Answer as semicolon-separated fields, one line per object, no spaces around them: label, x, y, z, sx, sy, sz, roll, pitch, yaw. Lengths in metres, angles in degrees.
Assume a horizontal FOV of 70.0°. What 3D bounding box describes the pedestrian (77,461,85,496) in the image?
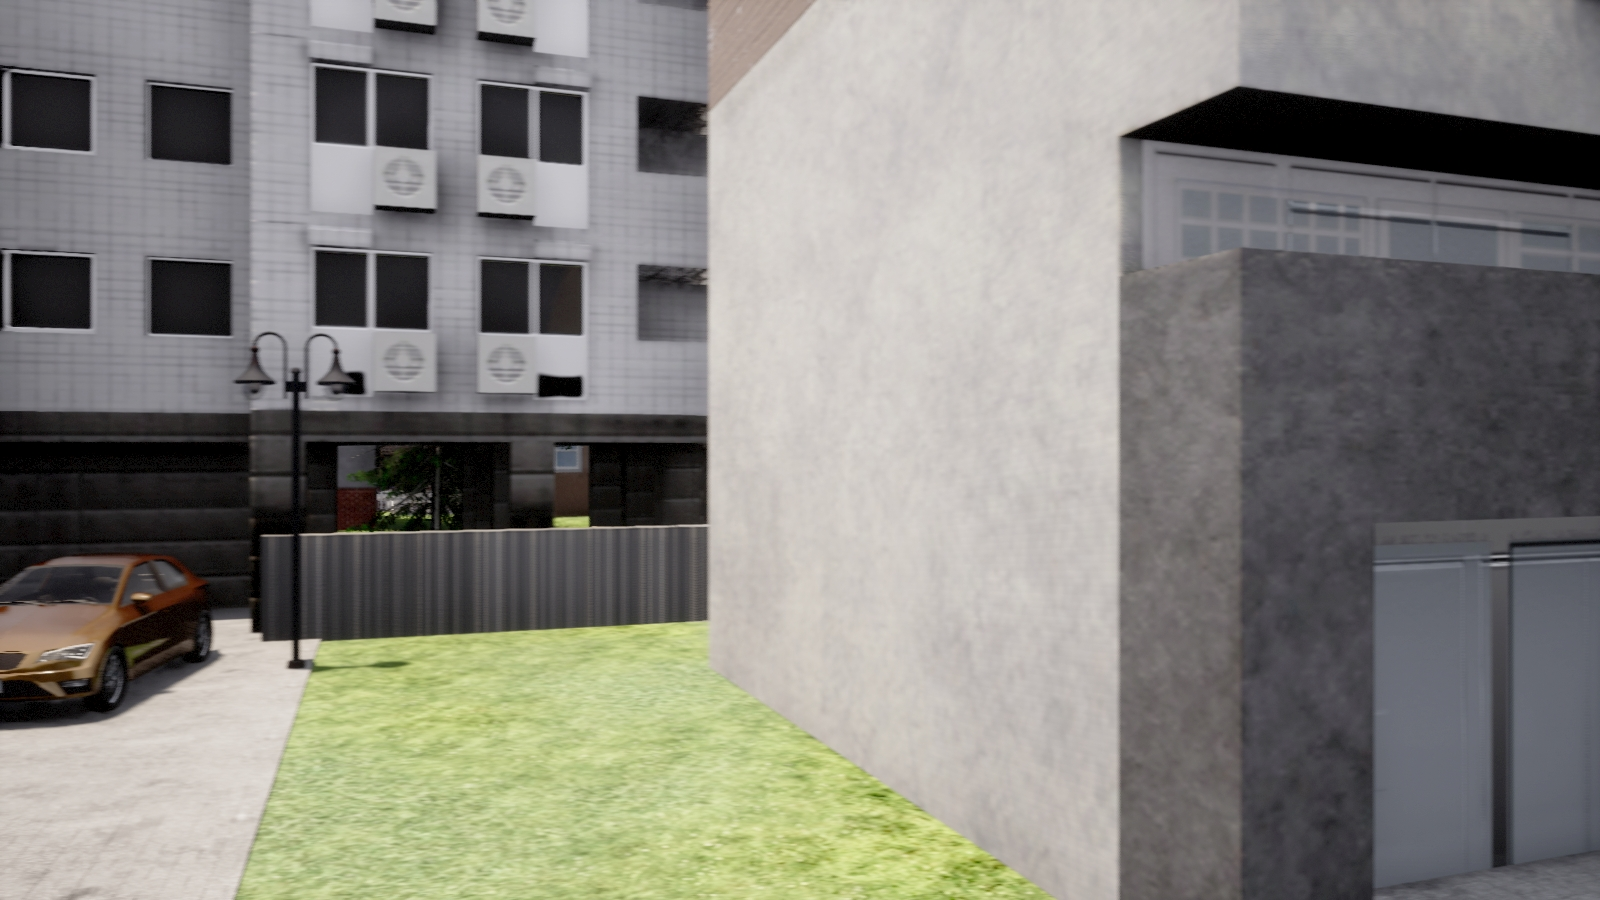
pedestrian;-38.319;1.520;60.891;0.375;1.860;0.375;0;0;-29
